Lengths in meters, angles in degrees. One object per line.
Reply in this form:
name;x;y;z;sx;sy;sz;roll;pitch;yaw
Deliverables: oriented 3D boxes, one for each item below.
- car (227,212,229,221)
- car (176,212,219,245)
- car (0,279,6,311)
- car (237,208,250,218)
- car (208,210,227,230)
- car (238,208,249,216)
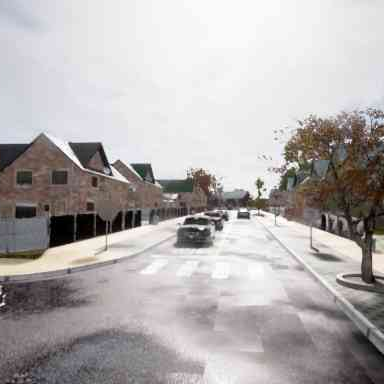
car;3.778;3.042;43.014;1.895;1.301;4.718;0;-2;9
car;0.326;2.160;19.611;1.837;1.490;4.892;0;-2;8
car;-6.045;1.726;6.075;4.892;1.490;1.837;0;-4;1
car;8.015;3.340;51.692;1.994;1.385;4.181;0;-2;9
car;1.785;2.459;29.540;1.882;1.535;5.008;0;-2;8
car;9.500;3.709;61.810;1.994;1.385;4.181;0;-2;8
